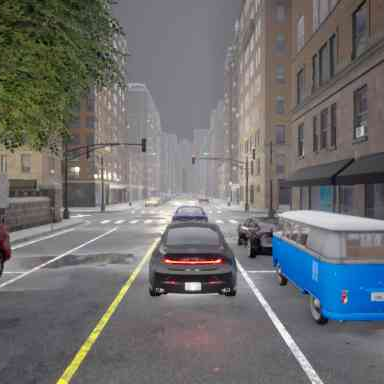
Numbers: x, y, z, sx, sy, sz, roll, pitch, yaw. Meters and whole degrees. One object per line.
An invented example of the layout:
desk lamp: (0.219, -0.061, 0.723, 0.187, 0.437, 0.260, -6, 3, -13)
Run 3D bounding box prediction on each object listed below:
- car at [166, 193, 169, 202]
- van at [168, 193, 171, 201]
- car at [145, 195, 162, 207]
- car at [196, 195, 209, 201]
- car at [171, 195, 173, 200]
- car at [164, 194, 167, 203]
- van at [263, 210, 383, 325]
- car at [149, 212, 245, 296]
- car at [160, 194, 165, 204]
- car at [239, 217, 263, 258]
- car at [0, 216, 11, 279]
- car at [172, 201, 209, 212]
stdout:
car: (-6.148, 1.514, 66.789, 1.887, 1.381, 4.507, 0, 0, 0)
van: (-6.188, 1.311, 72.240, 1.690, 1.788, 3.998, 0, 0, 0)
car: (-6.028, 1.497, 50.267, 1.752, 1.417, 4.829, 0, 0, 0)
car: (2.376, 1.409, 66.887, 1.967, 1.590, 4.097, 0, 0, 0)
car: (-6.227, 1.522, 77.690, 2.008, 1.369, 4.403, 0, 0, 0)
car: (-6.108, 1.514, 61.338, 1.887, 1.381, 4.507, 0, 0, 0)
van: (2.811, 1.340, 6.851, 1.690, 1.788, 3.998, 0, 0, 0)
car: (0.013, 1.503, 8.595, 1.837, 1.490, 4.892, 0, 0, 0)
car: (-6.069, 1.521, 55.887, 2.008, 1.369, 4.403, 0, 0, 0)
car: (2.771, 1.563, 12.511, 1.947, 1.339, 4.313, 0, 0, 0)
car: (-5.713, 1.314, 6.749, 2.192, 1.841, 5.009, 0, 0, 0)
car: (-0.094, 1.472, 18.090, 1.882, 1.535, 5.008, 0, 0, 0)
